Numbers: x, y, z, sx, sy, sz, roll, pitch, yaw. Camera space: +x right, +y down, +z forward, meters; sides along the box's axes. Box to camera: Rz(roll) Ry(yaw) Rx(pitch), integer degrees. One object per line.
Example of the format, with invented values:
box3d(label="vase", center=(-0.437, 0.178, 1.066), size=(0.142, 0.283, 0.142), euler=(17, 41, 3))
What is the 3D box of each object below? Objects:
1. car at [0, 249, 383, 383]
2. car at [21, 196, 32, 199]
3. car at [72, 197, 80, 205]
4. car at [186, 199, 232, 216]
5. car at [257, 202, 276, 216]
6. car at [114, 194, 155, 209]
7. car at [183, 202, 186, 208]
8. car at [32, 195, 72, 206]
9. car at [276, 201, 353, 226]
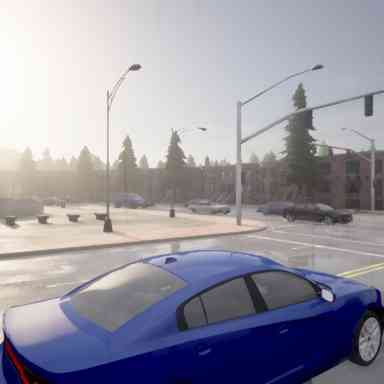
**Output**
box3d(label="car", center=(0.445, 1.478, 4.113), size=(5.008, 1.535, 1.882), euler=(0, 0, -35))
box3d(label="car", center=(-29.901, 1.504, 60.665), size=(4.892, 1.490, 1.837), euler=(0, 0, 5))
box3d(label="car", center=(-21.225, 1.283, 55.679), size=(5.008, 1.535, 1.882), euler=(0, 0, 16))
box3d(label="car", center=(1.768, 1.600, 33.263), size=(1.895, 1.301, 4.718), euler=(0, 0, -37))
box3d(label="car", center=(8.356, 1.546, 30.247), size=(2.033, 1.411, 5.357), euler=(0, 0, -37))
box3d(label="car", center=(-8.068, 1.222, 44.456), size=(5.566, 2.045, 2.150), euler=(0, 0, 38))
box3d(label="car", center=(1.093, 1.547, 39.896), size=(2.033, 1.411, 5.357), euler=(0, 0, -39))
box3d(label="car", center=(-22.037, 1.482, 52.259), size=(5.008, 1.535, 1.882), euler=(0, 0, 17))
box3d(label="car", center=(8.772, 1.477, 23.599), size=(1.882, 1.535, 5.008), euler=(0, 0, -35))
